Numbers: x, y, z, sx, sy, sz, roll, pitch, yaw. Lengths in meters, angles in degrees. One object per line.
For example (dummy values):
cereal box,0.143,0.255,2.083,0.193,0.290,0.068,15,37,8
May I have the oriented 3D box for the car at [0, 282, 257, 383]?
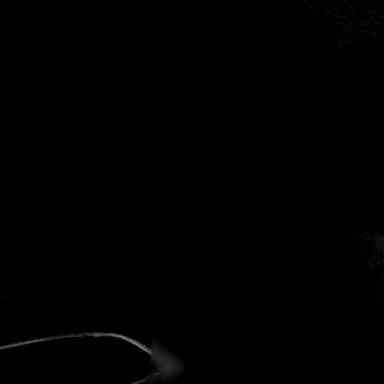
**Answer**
car,-1.748,1.502,2.008,4.892,1.490,1.837,0,0,-35
